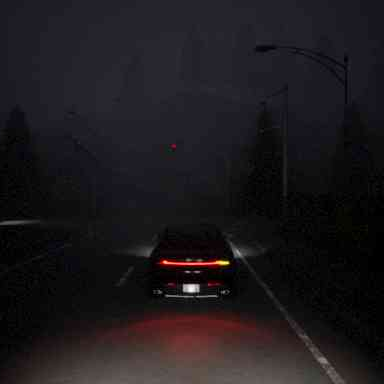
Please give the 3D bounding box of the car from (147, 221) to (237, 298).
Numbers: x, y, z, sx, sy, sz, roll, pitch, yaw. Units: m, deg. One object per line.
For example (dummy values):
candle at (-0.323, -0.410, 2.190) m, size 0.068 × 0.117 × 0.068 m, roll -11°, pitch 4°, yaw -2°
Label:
car at (0.028, 1.505, 8.477) m, size 1.837 × 1.490 × 4.892 m, roll 0°, pitch 0°, yaw 1°
